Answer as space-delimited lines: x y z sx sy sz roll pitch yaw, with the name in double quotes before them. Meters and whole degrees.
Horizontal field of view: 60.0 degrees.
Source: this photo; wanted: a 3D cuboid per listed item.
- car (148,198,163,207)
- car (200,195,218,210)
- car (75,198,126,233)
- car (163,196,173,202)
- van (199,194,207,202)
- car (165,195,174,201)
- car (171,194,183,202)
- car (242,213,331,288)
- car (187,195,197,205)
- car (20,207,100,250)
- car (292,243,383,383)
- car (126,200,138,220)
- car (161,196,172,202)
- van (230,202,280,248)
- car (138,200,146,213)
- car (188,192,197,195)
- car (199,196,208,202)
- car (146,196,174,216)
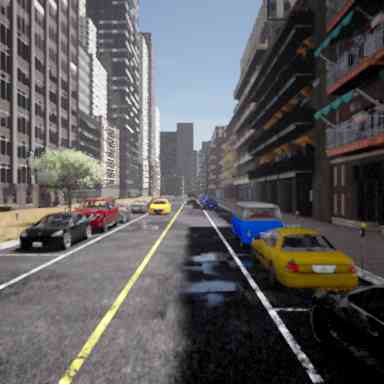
"car" -5.714 1.593 53.089 1.947 1.339 4.313 0 0 0
"car" 2.343 1.495 43.422 1.882 1.535 5.008 0 0 0
"car" -5.702 1.318 19.951 2.192 1.841 5.009 0 0 0
"car" -5.725 1.618 80.703 2.008 1.369 4.403 0 0 0
"van" 2.656 1.408 80.705 1.690 1.788 3.998 0 0 0
"car" -5.727 1.517 86.226 1.967 1.590 4.097 0 0 0
"car" -3.029 1.342 74.565 2.097 1.767 4.553 0 0 0
"car" 2.684 1.525 9.079 1.752 1.417 4.829 0 0 0
"car" -0.023 1.637 61.141 1.895 1.301 4.718 0 0 0
"car" -5.699 1.567 14.429 1.947 1.339 4.313 0 0 0
"car" 2.686 1.565 3.386 1.947 1.339 4.313 0 0 0
"car" -5.704 1.557 25.475 2.008 1.369 4.403 0 0 0
"car" -5.723 1.609 75.179 2.008 1.369 4.403 0 0 0
"van" 2.681 1.342 14.432 1.690 1.788 3.998 0 0 0
"car" -5.708 1.564 36.520 2.008 1.369 4.403 0 0 0
"car" -0.026 1.098 75.670 2.150 2.045 5.566 0 0 0
"car" 2.658 1.602 75.182 1.887 1.381 4.507 0 0 0
"car" -3.107 1.489 33.134 1.882 1.535 5.008 0 0 0
